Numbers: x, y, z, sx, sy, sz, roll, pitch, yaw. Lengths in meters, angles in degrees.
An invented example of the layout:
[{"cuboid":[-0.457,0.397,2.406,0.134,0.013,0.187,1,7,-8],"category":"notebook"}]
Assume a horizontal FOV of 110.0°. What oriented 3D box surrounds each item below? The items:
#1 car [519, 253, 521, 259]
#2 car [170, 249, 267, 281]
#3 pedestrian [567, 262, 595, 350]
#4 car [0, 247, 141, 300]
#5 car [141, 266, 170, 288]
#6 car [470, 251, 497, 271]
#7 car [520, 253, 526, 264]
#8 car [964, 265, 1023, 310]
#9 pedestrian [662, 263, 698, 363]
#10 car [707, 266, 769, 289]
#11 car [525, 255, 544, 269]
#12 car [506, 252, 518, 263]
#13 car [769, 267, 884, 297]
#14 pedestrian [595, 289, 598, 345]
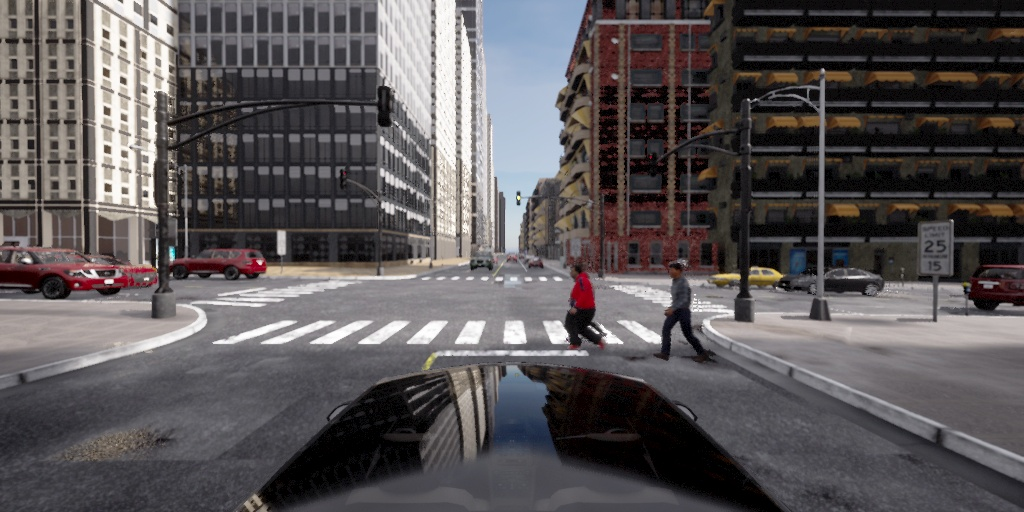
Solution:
[{"cuboid":[2.702,0.488,60.293,2.007,1.370,4.403,0,0,0],"category":"car"},{"cuboid":[-17.706,0.491,21.752,5.009,1.841,2.192,0,0,0],"category":"car"},{"cuboid":[1.376,0.966,7.156,0.375,1.860,0.375,0,1,0],"category":"pedestrian"},{"cuboid":[-17.573,0.591,13.373,5.009,1.841,2.192,0,0,0],"category":"car"},{"cuboid":[-18.764,0.702,15.943,5.008,1.535,1.882,1,1,0],"category":"car"},{"cuboid":[-3.083,0.468,37.554,2.150,2.045,5.566,0,1,1],"category":"car"},{"cuboid":[2.700,0.564,54.645,2.007,1.370,4.403,0,0,0],"category":"car"},{"cuboid":[20.601,1.290,13.741,5.009,1.841,2.192,0,0,0],"category":"car"},{"cuboid":[3.014,0.976,6.455,0.375,1.860,0.375,0,1,0],"category":"pedestrian"},{"cuboid":[14.634,1.298,22.036,4.829,1.417,1.751,0,0,0],"category":"car"},{"cuboid":[2.748,0.772,41.729,1.802,1.307,4.207,0,0,0],"category":"car"},{"cuboid":[0.013,0.414,63.900,1.812,1.442,4.674,0,1,0],"category":"car"},{"cuboid":[17.199,1.351,19.459,4.892,1.490,1.837,1,1,0],"category":"car"},{"cuboid":[1.593,0.957,7.856,0.375,1.860,0.375,0,1,0],"category":"pedestrian"}]
